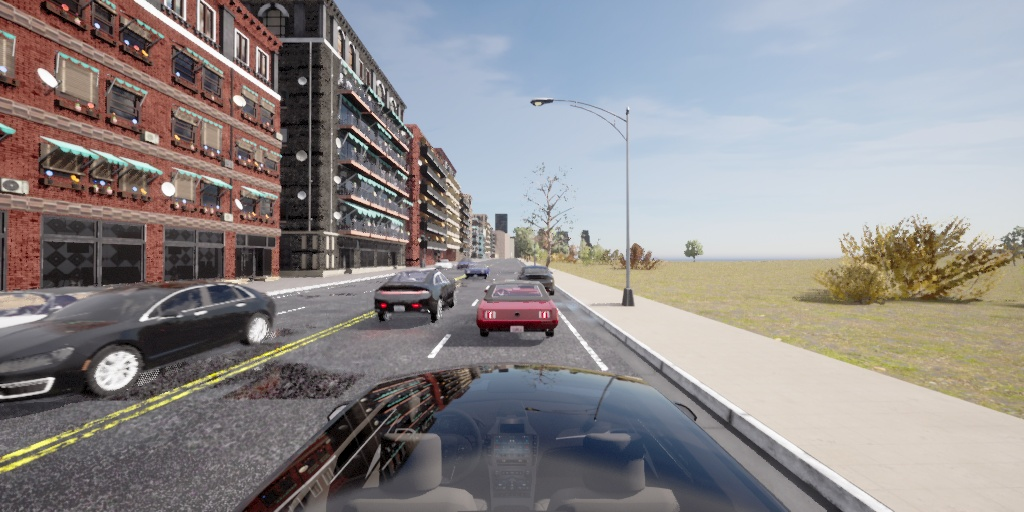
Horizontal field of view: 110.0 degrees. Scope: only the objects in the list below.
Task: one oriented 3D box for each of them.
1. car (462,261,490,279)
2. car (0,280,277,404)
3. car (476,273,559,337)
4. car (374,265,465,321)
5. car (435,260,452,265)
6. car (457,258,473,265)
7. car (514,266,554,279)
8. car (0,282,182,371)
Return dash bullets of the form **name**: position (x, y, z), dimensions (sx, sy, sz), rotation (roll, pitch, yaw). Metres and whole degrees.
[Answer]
- **car**: position (-3.027, 1.352, 32.380), dimensions (1.895, 1.301, 4.718), rotation (0, 0, 0)
- **car**: position (-6.583, 1.255, 6.643), dimensions (1.837, 1.490, 4.892), rotation (0, 0, 0)
- **car**: position (0.132, 1.352, 10.255), dimensions (1.895, 1.301, 4.718), rotation (0, 0, 0)
- **car**: position (-3.108, 1.241, 12.348), dimensions (2.128, 1.511, 4.902), rotation (0, 0, 0)
- **car**: position (-9.650, 1.275, 50.538), dimensions (1.812, 1.442, 4.674), rotation (0, 0, 0)
- **car**: position (-6.402, 1.101, 49.903), dimensions (2.097, 1.767, 4.553), rotation (0, 0, 0)
- **car**: position (1.207, 1.257, 19.455), dimensions (1.837, 1.490, 4.892), rotation (0, 0, 0)
- **car**: position (-9.830, 1.351, 7.284), dimensions (1.895, 1.301, 4.718), rotation (0, 0, 0)
